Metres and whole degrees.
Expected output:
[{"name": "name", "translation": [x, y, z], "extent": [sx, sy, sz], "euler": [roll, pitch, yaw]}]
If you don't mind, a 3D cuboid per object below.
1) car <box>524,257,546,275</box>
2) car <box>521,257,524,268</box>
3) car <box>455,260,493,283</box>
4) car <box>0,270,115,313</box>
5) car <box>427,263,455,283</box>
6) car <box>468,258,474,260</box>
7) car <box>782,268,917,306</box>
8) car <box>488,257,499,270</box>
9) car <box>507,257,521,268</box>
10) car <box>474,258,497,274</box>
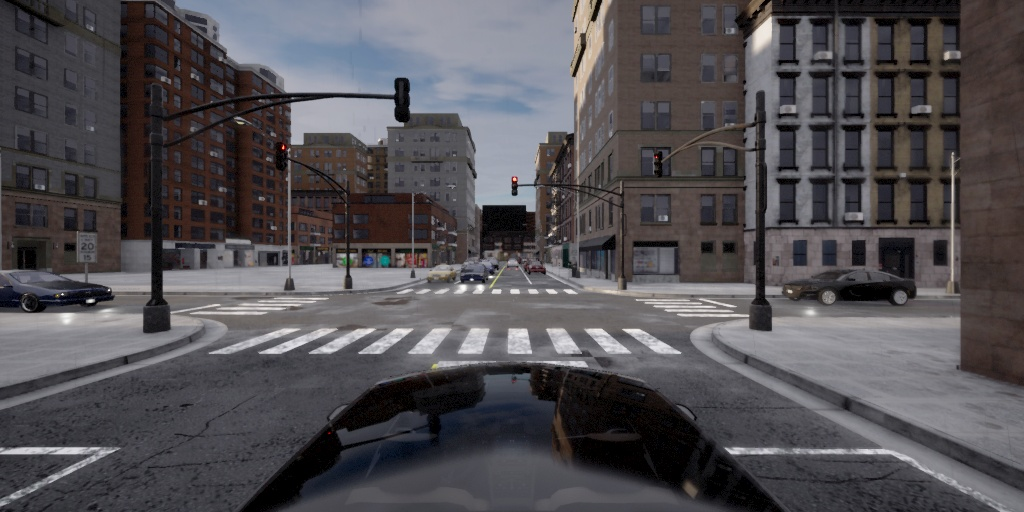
[{"name": "car", "translation": [2.643, 1.191, 39.404], "extent": [1.967, 1.591, 4.097], "euler": [0, 0, 0]}, {"name": "car", "translation": [2.644, 1.066, 45.066], "extent": [2.192, 1.841, 5.009], "euler": [0, 0, 0]}, {"name": "car", "translation": [-2.845, 1.298, 28.165], "extent": [2.033, 1.411, 5.357], "euler": [0, 0, 0]}, {"name": "car", "translation": [-17.802, 1.216, 12.888], "extent": [5.357, 1.411, 2.033], "euler": [0, 0, 0]}, {"name": "car", "translation": [-5.384, 1.276, 27.912], "extent": [1.751, 1.417, 4.829], "euler": [0, 0, 0]}, {"name": "car", "translation": [-5.382, 1.302, 45.068], "extent": [2.007, 1.370, 4.403], "euler": [0, 0, 0]}, {"name": "car", "translation": [14.774, 1.310, 15.873], "extent": [5.008, 1.535, 1.882], "euler": [0, 0, -1]}, {"name": "car", "translation": [-2.822, 1.230, 51.421], "extent": [1.882, 1.535, 5.008], "euler": [0, 0, 0]}, {"name": "car", "translation": [0.112, 1.279, 61.904], "extent": [1.812, 1.442, 4.674], "euler": [0, 0, 0]}, {"name": "car", "translation": [-2.846, 1.277, 38.215], "extent": [1.812, 1.442, 4.674], "euler": [0, 0, 0]}]
